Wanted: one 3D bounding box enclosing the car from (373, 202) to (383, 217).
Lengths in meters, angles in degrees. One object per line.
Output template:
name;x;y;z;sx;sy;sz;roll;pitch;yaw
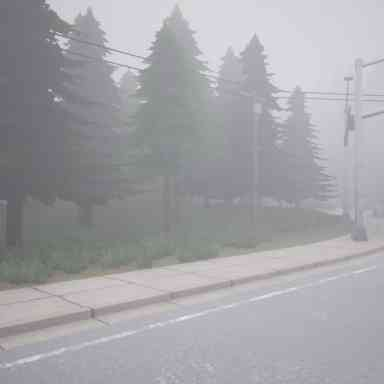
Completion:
car;17.074;1.525;28.210;1.812;1.442;4.674;0;0;4

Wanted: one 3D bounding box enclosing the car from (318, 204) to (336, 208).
car;15.355;1.507;40.852;1.837;1.490;4.892;0;-1;-23
